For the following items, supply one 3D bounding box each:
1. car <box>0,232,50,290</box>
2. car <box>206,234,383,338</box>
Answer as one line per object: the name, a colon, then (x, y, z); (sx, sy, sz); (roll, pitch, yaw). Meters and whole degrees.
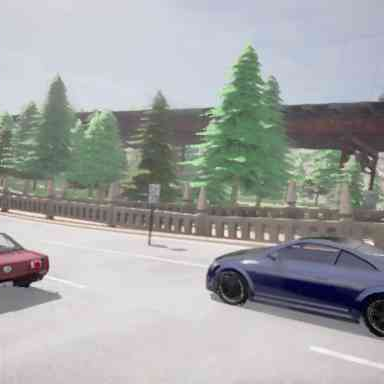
car: (-5.533, 1.587, 7.941); (4.718, 1.301, 1.895); (0, 0, 36)
car: (2.350, 1.561, 6.615); (4.181, 1.385, 1.994); (0, 0, 36)
